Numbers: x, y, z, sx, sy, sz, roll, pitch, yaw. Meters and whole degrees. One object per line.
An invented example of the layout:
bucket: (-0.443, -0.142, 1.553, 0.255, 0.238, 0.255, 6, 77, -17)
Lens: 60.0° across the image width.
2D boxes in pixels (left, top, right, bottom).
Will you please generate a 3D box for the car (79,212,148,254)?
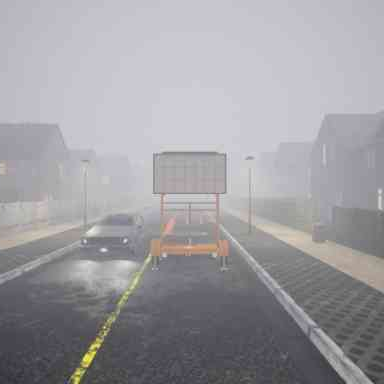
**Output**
car: (-2.947, 1.553, 13.737, 2.033, 1.411, 5.357, 0, 0, 0)

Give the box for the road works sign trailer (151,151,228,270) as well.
road works sign trailer: (-0.070, 0.467, 11.009, 2.380, 3.560, 2.880, 0, 0, 0)

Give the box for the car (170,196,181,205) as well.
car: (-3.217, 1.599, 65.872, 2.097, 1.767, 4.553, 0, 0, 0)
